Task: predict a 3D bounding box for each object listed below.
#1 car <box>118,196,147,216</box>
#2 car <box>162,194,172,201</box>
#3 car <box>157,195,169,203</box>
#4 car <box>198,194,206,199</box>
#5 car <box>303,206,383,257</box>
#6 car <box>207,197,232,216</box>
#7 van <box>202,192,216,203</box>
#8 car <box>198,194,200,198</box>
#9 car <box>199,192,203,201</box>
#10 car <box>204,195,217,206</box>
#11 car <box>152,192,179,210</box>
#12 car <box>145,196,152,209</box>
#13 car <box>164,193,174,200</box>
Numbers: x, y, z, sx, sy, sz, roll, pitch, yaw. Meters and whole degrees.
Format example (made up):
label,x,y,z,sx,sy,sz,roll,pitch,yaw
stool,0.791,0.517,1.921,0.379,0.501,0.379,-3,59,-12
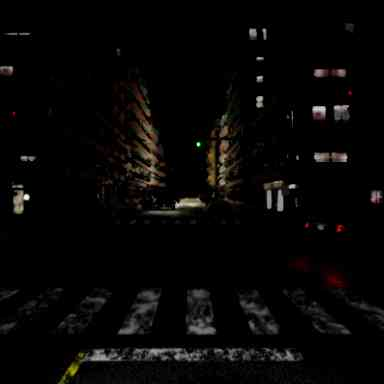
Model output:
label,x,y,z,sx,sy,sz,roll,pitch,yaw
car,-5.668,1.400,30.805,1.752,1.417,4.829,1,0,0
car,-5.656,1.247,76.116,2.008,1.369,4.403,1,0,0
car,-5.659,1.285,64.831,1.887,1.381,4.507,1,0,0
car,2.728,1.183,93.041,2.008,1.369,4.403,1,0,0
car,6.647,1.320,12.860,4.553,1.767,2.097,0,0,-22
car,2.711,1.439,30.973,1.947,1.339,4.313,1,0,0
van,2.719,1.147,47.899,1.690,1.788,3.998,1,0,0
car,2.720,1.322,64.828,1.802,1.307,4.206,1,0,0
car,2.720,1.286,59.355,1.752,1.417,4.829,1,0,0
car,2.713,1.402,36.615,2.008,1.369,4.403,1,0,0
car,-3.084,1.060,39.528,2.150,2.045,5.566,0,0,0
car,-5.664,1.269,42.260,1.967,1.590,4.097,1,0,0
car,-5.653,1.115,81.758,1.967,1.590,4.097,1,0,0
